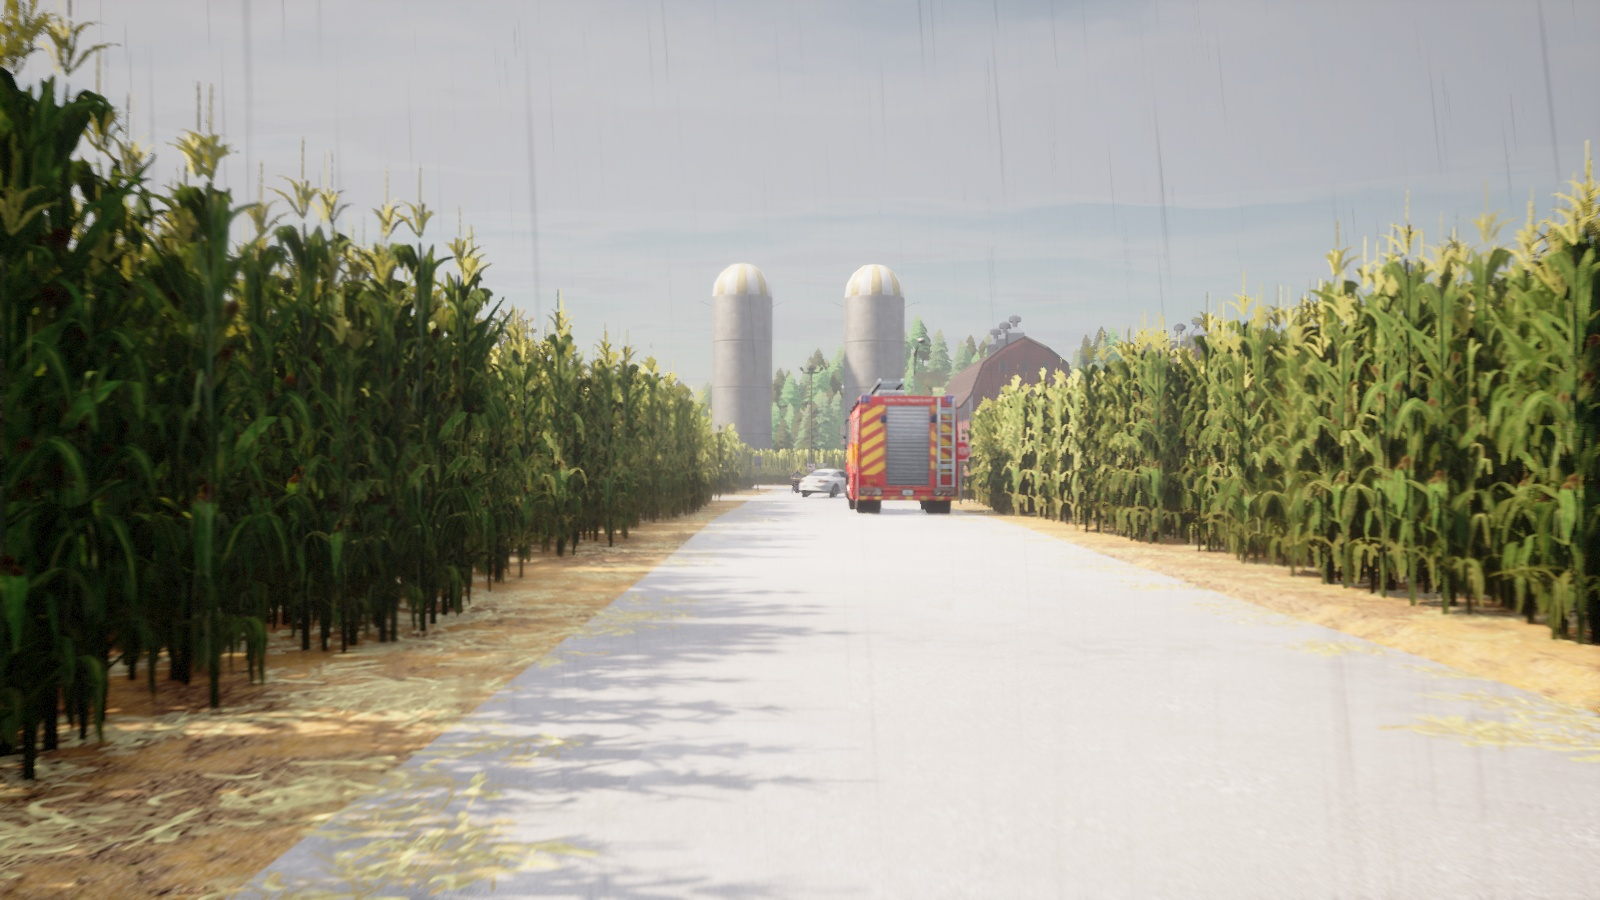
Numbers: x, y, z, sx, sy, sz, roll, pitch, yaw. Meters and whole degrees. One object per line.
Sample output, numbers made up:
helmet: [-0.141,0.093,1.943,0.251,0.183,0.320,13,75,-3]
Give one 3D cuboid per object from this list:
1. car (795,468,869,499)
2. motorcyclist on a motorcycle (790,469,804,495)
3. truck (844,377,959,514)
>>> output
car: [1.699,1.679,64.649,1.812,1.442,4.674,0,0,30]
motorcyclist on a motorcycle: [-0.188,1.976,77.165,0.866,1.530,2.191,0,-1,0]
truck: [2.998,-0.012,39.549,2.891,3.827,8.468,0,-2,0]
